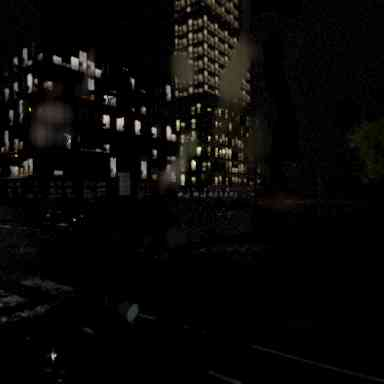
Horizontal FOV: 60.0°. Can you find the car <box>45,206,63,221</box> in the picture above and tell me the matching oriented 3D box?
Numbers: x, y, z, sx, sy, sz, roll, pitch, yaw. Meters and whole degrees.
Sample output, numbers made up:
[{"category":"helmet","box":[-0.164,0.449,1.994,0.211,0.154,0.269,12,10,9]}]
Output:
[{"category":"car","box":[-9.113,1.479,26.438,2.128,1.511,4.902,-1,0,37]}]

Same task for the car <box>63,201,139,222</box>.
[{"category":"car","box":[-6.378,1.504,24.669,2.033,1.411,5.357,-1,0,37]}]

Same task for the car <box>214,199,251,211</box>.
[{"category":"car","box":[5.226,1.528,40.039,2.033,1.411,5.357,-1,0,37]}]

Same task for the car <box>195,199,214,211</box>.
[{"category":"car","box":[2.613,1.560,41.969,2.033,1.411,5.357,-1,0,37]}]

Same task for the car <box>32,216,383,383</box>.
[{"category":"car","box":[0.354,1.345,3.431,4.553,1.767,2.097,0,0,36]}]
